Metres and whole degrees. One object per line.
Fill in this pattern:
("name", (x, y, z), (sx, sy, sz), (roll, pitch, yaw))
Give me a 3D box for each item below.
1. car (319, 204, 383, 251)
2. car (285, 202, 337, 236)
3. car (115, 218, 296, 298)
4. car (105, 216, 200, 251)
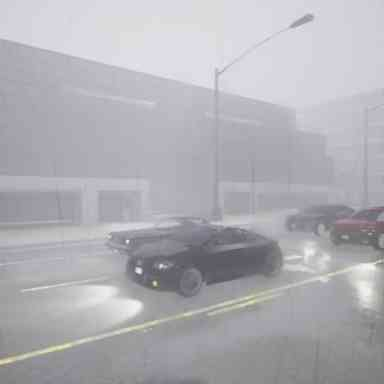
("car", (7.728, 1.359, 13.843), (5.008, 1.535, 1.882), (-1, 1, -36))
("car", (6.978, 1.334, 17.612), (5.008, 1.535, 1.882), (-1, 1, -36))
("car", (0.440, 1.560, 8.610), (4.181, 1.385, 1.994), (-1, 0, -35))
("car", (-0.660, 1.589, 12.142), (4.718, 1.301, 1.895), (-1, 0, -35))
